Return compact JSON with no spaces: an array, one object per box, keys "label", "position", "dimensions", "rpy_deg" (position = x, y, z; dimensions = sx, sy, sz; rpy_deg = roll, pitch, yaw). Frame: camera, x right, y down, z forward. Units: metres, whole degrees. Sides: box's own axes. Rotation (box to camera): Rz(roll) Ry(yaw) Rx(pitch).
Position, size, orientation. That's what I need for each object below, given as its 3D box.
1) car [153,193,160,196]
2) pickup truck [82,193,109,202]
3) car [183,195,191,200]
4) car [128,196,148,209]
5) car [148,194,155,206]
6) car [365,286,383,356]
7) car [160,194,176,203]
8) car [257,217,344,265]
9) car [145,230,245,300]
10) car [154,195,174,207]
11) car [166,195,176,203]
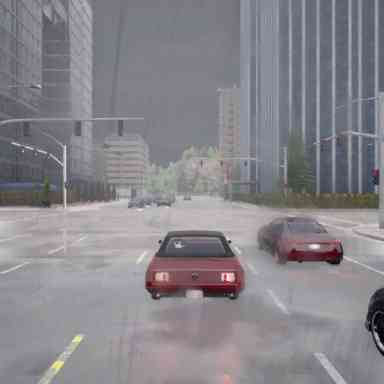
[{"label":"car","position":[-7.968,1.491,66.156],"dimensions":[2.128,1.511,4.902],"rpy_deg":[0,0,0]},{"label":"pickup truck","position":[-21.165,1.058,73.415],"dimensions":[2.390,2.098,6.274],"rpy_deg":[0,0,30]},{"label":"car","position":[-1.257,1.552,88.631],"dimensions":[1.994,1.385,4.181],"rpy_deg":[0,0,-1]},{"label":"car","position":[-7.747,1.505,46.695],"dimensions":[1.837,1.490,4.892],"rpy_deg":[0,0,-1]},{"label":"car","position":[-7.876,1.505,56.068],"dimensions":[1.837,1.490,4.892],"rpy_deg":[0,0,-1]},{"label":"car","position":[3.610,1.564,3.304],"dimensions":[1.994,1.385,4.181],"rpy_deg":[0,0,-1]},{"label":"car","position":[-4.441,1.505,62.211],"dimensions":[1.837,1.490,4.892],"rpy_deg":[0,0,-1]},{"label":"car","position":[3.582,1.564,11.715],"dimensions":[1.994,1.385,4.181],"rpy_deg":[0,0,0]},{"label":"car","position":[0.074,1.601,8.358],"dimensions":[1.895,1.301,4.718],"rpy_deg":[0,0,0]},{"label":"car","position":[-4.315,1.564,52.021],"dimensions":[1.994,1.385,4.181],"rpy_deg":[0,0,-1]},{"label":"car","position":[-4.529,1.525,72.509],"dimensions":[2.128,1.511,4.902],"rpy_deg":[0,0,-1]}]
